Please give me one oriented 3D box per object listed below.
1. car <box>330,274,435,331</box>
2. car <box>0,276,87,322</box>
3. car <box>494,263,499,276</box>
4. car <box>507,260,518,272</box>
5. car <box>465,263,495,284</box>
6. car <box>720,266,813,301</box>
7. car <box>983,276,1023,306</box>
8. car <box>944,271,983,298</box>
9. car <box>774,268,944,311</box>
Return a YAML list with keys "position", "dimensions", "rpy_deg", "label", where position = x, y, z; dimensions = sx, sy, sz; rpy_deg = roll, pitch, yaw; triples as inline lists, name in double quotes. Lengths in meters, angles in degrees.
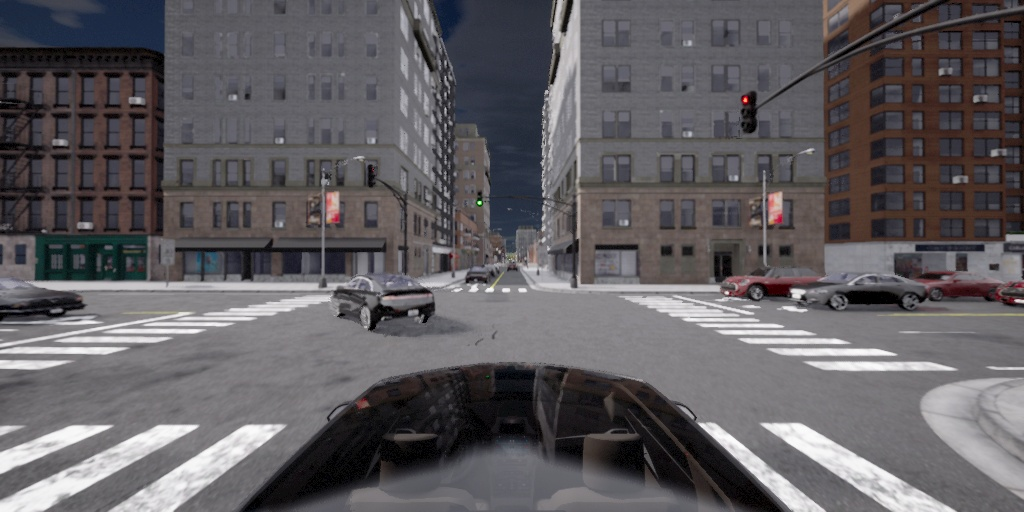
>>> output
- position: [-4.276, 1.324, 11.487]
  dimensions: [2.128, 1.511, 4.902]
  rpy_deg: [1, -1, -42]
  label: "car"
- position: [-17.008, 1.330, 11.303]
  dimensions: [5.357, 1.411, 2.033]
  rpy_deg: [0, 0, 0]
  label: "car"
- position: [-2.750, 1.642, 40.947]
  dimensions: [1.837, 1.490, 4.892]
  rpy_deg: [0, -1, 0]
  label: "car"
- position: [0.073, 1.865, 61.186]
  dimensions: [1.837, 1.490, 4.892]
  rpy_deg: [0, -1, 1]
  label: "car"
- position: [-2.845, 1.581, 31.062]
  dimensions: [2.033, 1.411, 5.357]
  rpy_deg: [0, -1, 1]
  label: "car"
- position: [13.108, 1.290, 18.155]
  dimensions: [4.553, 1.767, 2.097]
  rpy_deg: [0, 0, 0]
  label: "car"
- position: [23.423, 1.302, 14.948]
  dimensions: [4.553, 1.767, 2.097]
  rpy_deg: [0, 0, 0]
  label: "car"
- position: [22.010, 1.495, 18.193]
  dimensions: [4.674, 1.442, 1.812]
  rpy_deg: [0, 0, 0]
  label: "car"
- position: [14.212, 1.408, 14.914]
  dimensions: [4.902, 1.511, 2.128]
  rpy_deg: [0, 0, -2]
  label: "car"
